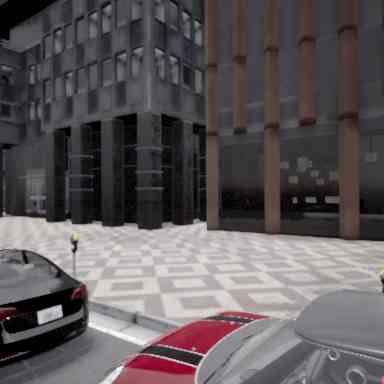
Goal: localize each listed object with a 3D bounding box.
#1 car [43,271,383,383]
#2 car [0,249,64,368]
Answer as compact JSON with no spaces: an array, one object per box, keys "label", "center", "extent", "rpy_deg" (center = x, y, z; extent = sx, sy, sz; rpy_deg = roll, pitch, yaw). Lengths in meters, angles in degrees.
[{"label":"car","center":[1.111,1.442,2.170],"extent":[4.097,1.590,1.967],"rpy_deg":[-1,0,36]},{"label":"car","center":[-3.506,1.622,5.471],"extent":[4.313,1.339,1.947],"rpy_deg":[-1,0,36]}]
